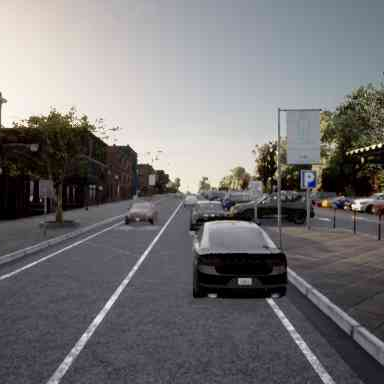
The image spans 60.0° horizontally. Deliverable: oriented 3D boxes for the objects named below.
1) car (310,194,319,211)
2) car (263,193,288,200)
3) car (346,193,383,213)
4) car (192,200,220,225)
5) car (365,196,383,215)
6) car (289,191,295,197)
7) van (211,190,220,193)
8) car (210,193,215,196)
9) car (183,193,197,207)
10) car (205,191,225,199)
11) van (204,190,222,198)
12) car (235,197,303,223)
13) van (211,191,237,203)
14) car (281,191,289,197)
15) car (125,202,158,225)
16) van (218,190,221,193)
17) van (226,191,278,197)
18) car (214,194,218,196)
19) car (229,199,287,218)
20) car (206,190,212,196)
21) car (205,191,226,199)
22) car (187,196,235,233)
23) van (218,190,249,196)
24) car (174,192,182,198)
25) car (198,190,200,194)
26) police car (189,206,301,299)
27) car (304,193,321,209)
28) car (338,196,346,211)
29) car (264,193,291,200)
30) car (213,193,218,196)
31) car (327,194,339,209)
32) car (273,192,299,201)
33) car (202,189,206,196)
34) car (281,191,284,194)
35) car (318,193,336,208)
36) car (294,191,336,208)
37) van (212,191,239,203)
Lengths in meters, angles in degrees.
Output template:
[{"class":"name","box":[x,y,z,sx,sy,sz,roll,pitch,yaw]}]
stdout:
[{"class":"car","box":[18.636,1.307,43.576,4.792,1.488,2.163,0,1,0]},{"class":"car","box":[18.544,0.905,74.116,4.892,1.521,2.231,0,1,0]},{"class":"car","box":[18.683,1.094,32.474,5.566,2.045,2.435,0,0,0]},{"class":"car","box":[0.907,1.402,24.513,1.837,1.490,4.892,0,0,0]},{"class":"car","box":[18.729,1.360,29.699,5.008,1.535,2.097,0,0,0]},{"class":"car","box":[18.660,0.939,51.908,5.566,2.045,2.435,0,1,0]},{"class":"van","box":[5.671,0.971,51.265,4.442,1.987,1.878,0,1,0]},{"class":"car","box":[5.572,1.228,48.459,4.892,1.521,2.231,0,1,0]},{"class":"car","box":[-0.114,1.265,45.690,1.812,1.442,4.674,0,1,0]},{"class":"car","box":[5.406,0.710,79.294,4.553,1.767,2.185,0,1,0]},{"class":"van","box":[5.297,0.538,84.898,4.442,1.987,1.878,0,1,0]},{"class":"car","box":[5.474,1.374,26.026,5.366,1.575,1.946,0,0,0]},{"class":"van","box":[5.636,0.863,59.672,4.442,1.987,1.878,0,1,0]},{"class":"car","box":[18.794,1.116,57.462,5.366,1.575,1.946,0,1,0]},{"class":"car","box":[-3.414,1.430,23.197,1.812,1.442,4.674,0,0,0]},{"class":"van","box":[5.717,1.075,40.044,4.442,1.987,1.878,0,0,0]},{"class":"van","box":[5.753,1.123,31.633,4.442,1.987,1.878,0,0,0]},{"class":"car","box":[5.618,1.311,42.849,4.792,1.488,2.163,0,0,0]},{"class":"car","box":[5.650,1.403,28.830,4.674,1.452,2.002,0,0,0]},{"class":"car","box":[5.514,0.910,54.064,5.566,2.045,2.435,0,1,0]},{"class":"car","box":[5.418,0.746,76.491,4.553,1.767,2.185,0,1,0]},{"class":"car","box":[0.923,1.281,18.475,2.097,1.767,4.553,0,0,0]},{"class":"van","box":[5.496,1.094,37.242,4.442,1.987,1.878,0,0,0]},{"class":"car","box":[-3.487,0.786,84.512,2.128,1.511,4.902,0,1,0]},{"class":"car","box":[-0.165,0.957,59.105,2.097,1.767,4.553,0,1,0]},{"class":"police car","box":[0.951,1.404,8.603,1.930,1.638,5.238,0,0,0]},{"class":"car","box":[18.683,1.279,46.360,4.792,1.488,2.163,0,1,0]},{"class":"car","box":[18.695,1.333,35.249,4.892,1.521,2.231,0,0,0]},{"class":"car","box":[18.365,0.937,71.338,5.366,1.575,1.946,0,1,0]},{"class":"car","box":[5.575,1.296,45.656,4.674,1.452,2.002,0,1,0]},{"class":"car","box":[18.684,1.315,38.027,5.008,1.535,2.097,0,0,0]},{"class":"car","box":[18.604,0.886,65.788,4.553,1.767,2.185,0,1,0]},{"class":"car","box":[5.444,0.693,70.883,5.566,2.045,2.435,0,1,0]},{"class":"car","box":[18.625,0.832,60.234,5.566,2.045,2.435,0,1,0]},{"class":"car","box":[18.862,1.293,40.805,5.366,1.575,1.946,0,0,0]},{"class":"car","box":[18.614,0.970,49.131,5.566,2.045,2.435,0,1,0]},{"class":"van","box":[5.647,0.899,56.869,4.442,1.987,1.878,0,1,0]}]
